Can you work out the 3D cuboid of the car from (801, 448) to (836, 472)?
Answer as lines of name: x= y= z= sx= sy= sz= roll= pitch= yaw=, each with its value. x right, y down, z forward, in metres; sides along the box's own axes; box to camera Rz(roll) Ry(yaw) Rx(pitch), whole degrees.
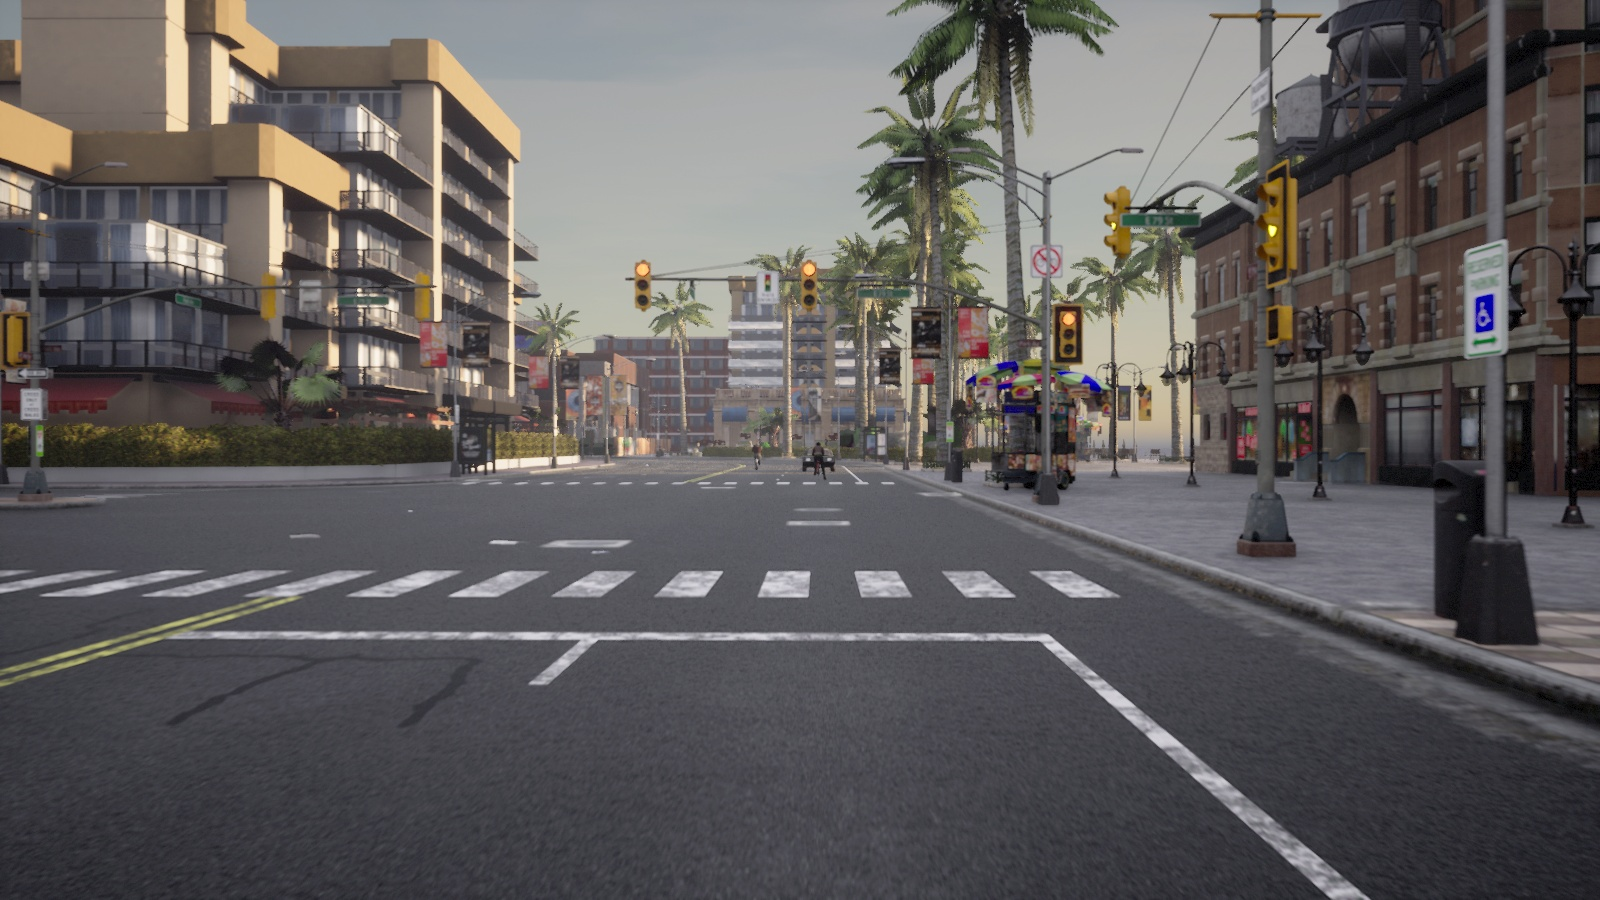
car: x=1.045 y=0.570 z=72.139 sx=1.895 sy=1.301 sz=4.718 roll=0 pitch=0 yaw=1
